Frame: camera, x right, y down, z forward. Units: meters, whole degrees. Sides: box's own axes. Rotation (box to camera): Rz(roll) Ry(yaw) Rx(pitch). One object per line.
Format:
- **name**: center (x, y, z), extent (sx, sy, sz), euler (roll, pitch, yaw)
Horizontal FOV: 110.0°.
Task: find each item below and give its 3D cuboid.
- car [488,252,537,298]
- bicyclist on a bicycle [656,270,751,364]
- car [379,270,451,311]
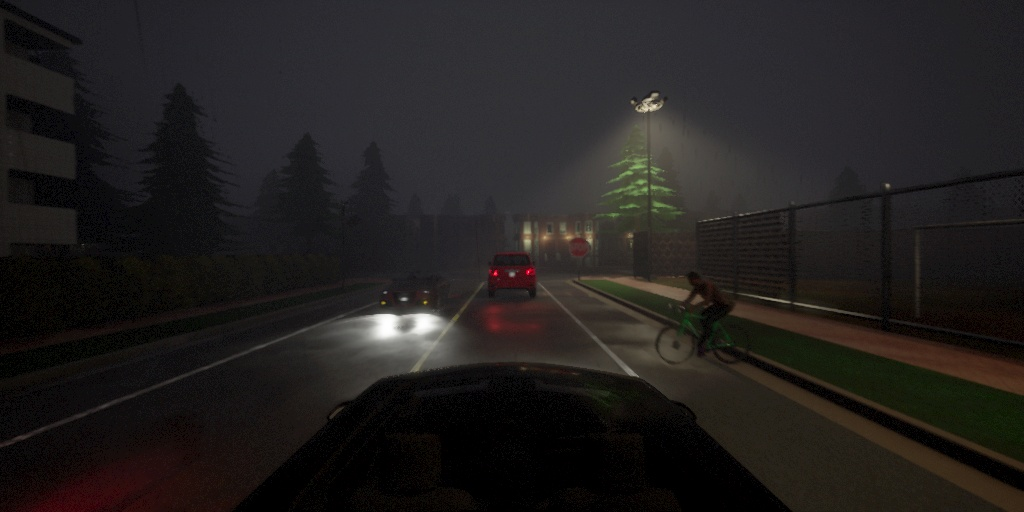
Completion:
- **car**: center (-0.014, 0.829, 17.548), extent (2.150, 2.045, 5.566), euler (-1, 1, 0)
- **bicyclist on a bicycle**: center (3.297, 1.069, 6.188), extent (1.656, 1.620, 0.582), euler (-1, 1, 0)
- **car**: center (-3.640, 1.249, 14.087), extent (1.994, 1.385, 4.181), euler (-1, 1, 0)
